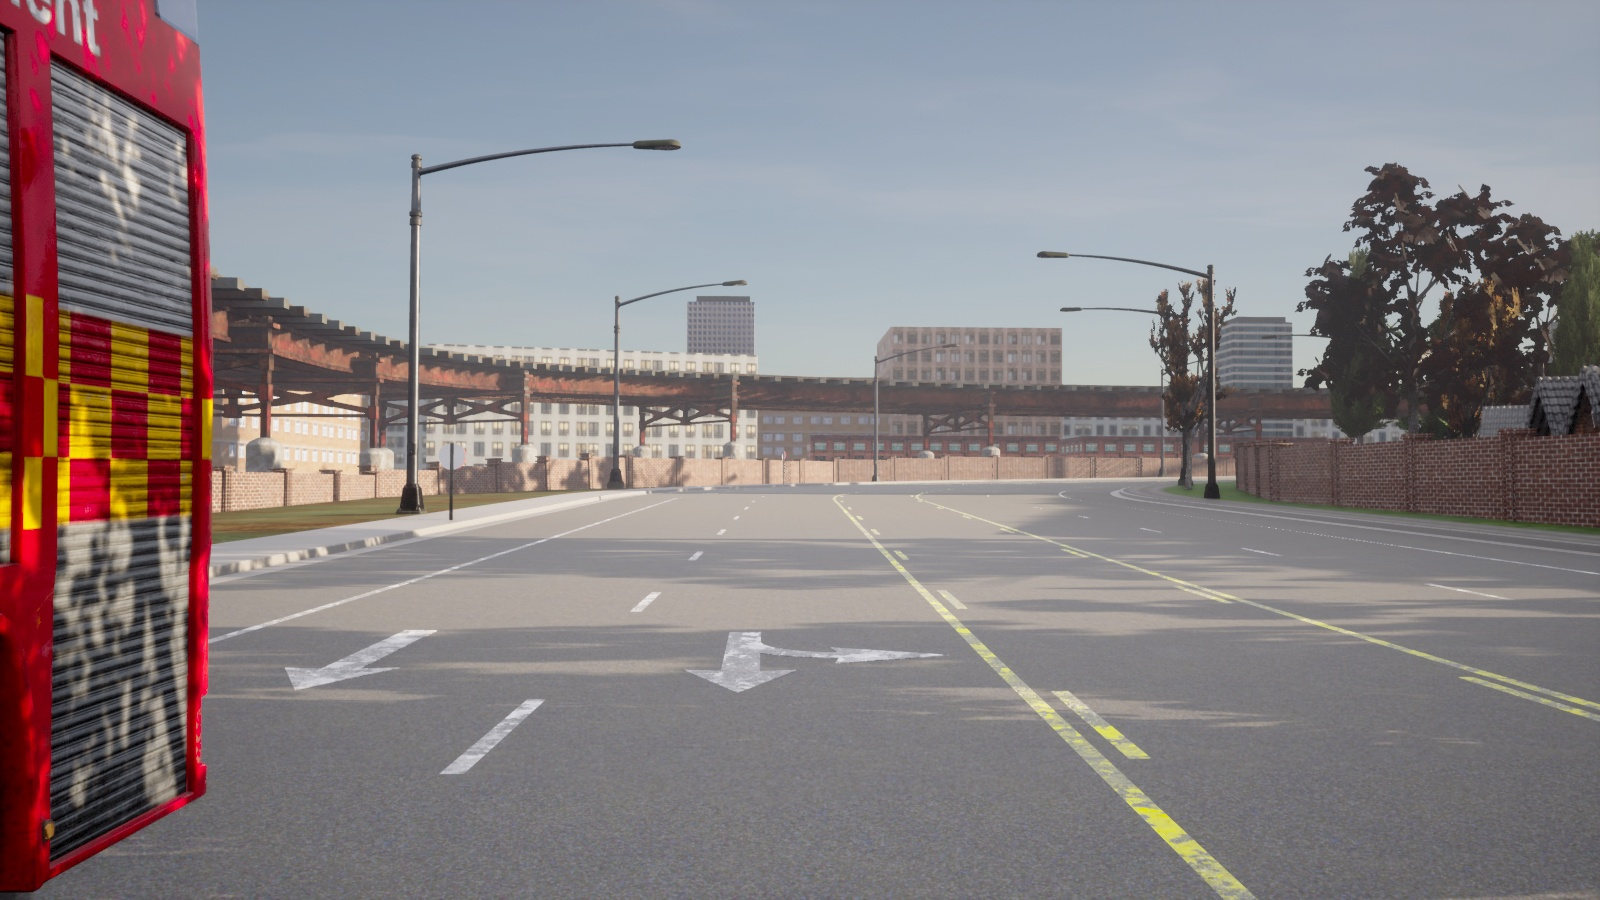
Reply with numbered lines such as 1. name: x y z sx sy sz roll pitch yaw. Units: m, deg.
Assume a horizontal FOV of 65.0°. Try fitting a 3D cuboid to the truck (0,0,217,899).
1. truck: -3.504 -0.332 0.213 2.891 3.827 8.468 0 -1 0
